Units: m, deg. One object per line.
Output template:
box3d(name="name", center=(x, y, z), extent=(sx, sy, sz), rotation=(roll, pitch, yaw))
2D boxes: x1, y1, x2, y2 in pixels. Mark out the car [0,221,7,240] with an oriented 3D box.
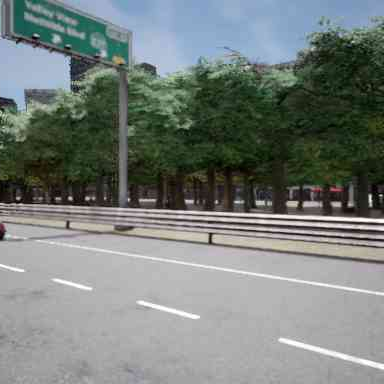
box3d(name="car", center=(-10.646, 1.570, 15.766), extent=(4.181, 1.385, 1.994), rotation=(0, 0, 36))
